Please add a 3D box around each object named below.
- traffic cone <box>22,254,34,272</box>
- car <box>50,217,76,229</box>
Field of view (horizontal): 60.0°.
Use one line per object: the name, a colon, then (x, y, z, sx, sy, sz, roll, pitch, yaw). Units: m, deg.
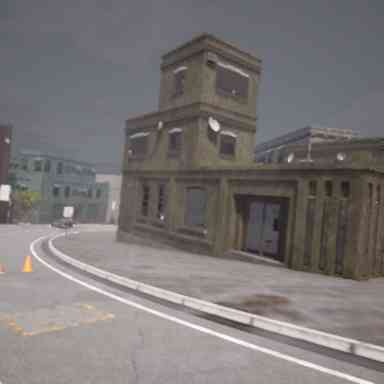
traffic cone: (-6.047, 2.604, 12.271, 0.340, 0.580, 0.340, -2, -6, 44)
car: (-18.671, 4.481, 48.388, 1.837, 1.490, 4.892, 4, -5, 9)
